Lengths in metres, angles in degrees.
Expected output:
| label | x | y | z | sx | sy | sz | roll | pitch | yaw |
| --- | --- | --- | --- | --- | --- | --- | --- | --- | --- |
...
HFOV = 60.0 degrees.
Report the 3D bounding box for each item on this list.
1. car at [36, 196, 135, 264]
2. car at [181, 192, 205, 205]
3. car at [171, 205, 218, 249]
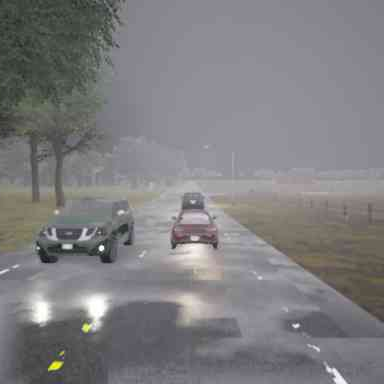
| label | x | y | z | sx | sy | sz | roll | pitch | yaw |
| --- | --- | --- | --- | --- | --- | --- | --- | --- | --- |
| car | -3.507 | 1.179 | 12.125 | 2.150 | 2.045 | 5.566 | 0 | 0 | 0 |
| car | 0.088 | 0.995 | 32.135 | 2.150 | 2.045 | 5.566 | 0 | 1 | 0 |
| car | 0.098 | 1.484 | 14.241 | 1.812 | 1.442 | 4.674 | 0 | 0 | 0 |
